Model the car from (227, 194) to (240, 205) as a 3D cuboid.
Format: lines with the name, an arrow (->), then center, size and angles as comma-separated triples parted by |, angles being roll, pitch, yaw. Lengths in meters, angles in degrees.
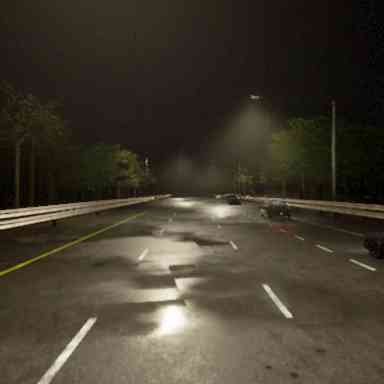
car -> 7.106, 1.569, 57.159 | 1.994, 1.385, 4.181 | 0, 0, 0

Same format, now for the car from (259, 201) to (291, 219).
car -> 7.041, 1.494, 28.482 | 2.128, 1.511, 4.902 | 0, 0, 0

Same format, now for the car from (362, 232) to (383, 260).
car -> 7.004, 1.549, 9.460 | 2.033, 1.411, 5.357 | 0, 0, 0
